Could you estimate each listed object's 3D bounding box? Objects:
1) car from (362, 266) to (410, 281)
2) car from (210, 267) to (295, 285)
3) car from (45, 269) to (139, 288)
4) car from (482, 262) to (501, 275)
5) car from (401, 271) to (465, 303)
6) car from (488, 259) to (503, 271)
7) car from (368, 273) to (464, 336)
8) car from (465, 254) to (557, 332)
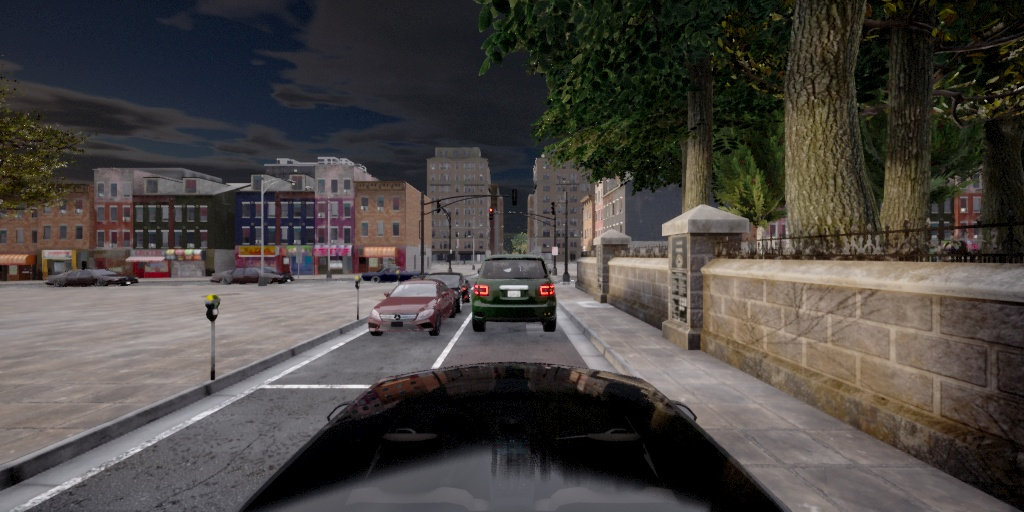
[{"bbox_3d":[-8.557,1.426,26.899,4.718,1.301,1.895,-1,0,0],"label":"car"},{"bbox_3d":[-19.389,1.496,26.862,5.357,1.411,2.033,-1,0,0],"label":"car"},{"bbox_3d":[-31.353,1.671,26.824,5.357,1.411,2.033,-1,0,0],"label":"car"},{"bbox_3d":[-2.280,1.342,40.767,1.895,1.301,4.718,0,0,0],"label":"car"},{"bbox_3d":[-2.638,1.315,13.981,1.948,1.339,4.313,0,0,0],"label":"car"},{"bbox_3d":[-2.294,1.216,51.180,1.882,1.535,5.008,0,0,0],"label":"car"},{"bbox_3d":[-2.638,1.331,10.318,1.802,1.307,4.207,0,0,0],"label":"car"},{"bbox_3d":[0.076,0.971,10.997,2.150,2.045,5.566,0,0,1],"label":"car"}]
